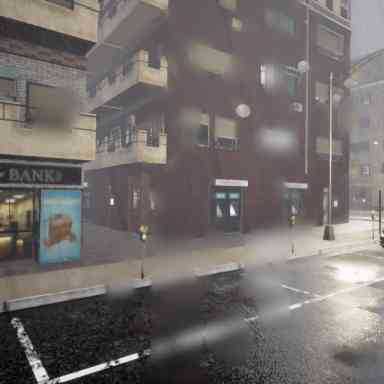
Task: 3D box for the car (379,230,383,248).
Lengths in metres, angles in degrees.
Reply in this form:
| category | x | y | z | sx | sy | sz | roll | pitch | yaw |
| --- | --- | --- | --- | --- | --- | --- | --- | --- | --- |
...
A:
| category | x | y | z | sx | sy | sz | roll | pitch | yaw |
| --- | --- | --- | --- | --- | --- | --- | --- | --- | --- |
| car | 9.106 | 1.554 | 13.147 | 4.403 | 1.369 | 2.008 | 0 | 1 | -35 |
